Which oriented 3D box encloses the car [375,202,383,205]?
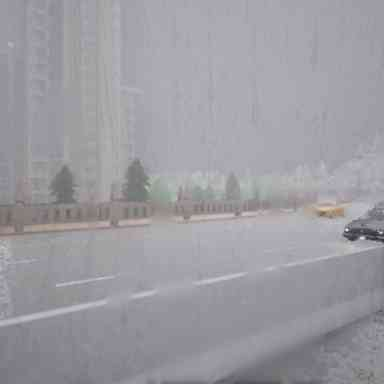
[{"bbox_3d":[18.534,1.631,31.819,1.994,1.385,4.181,0,0,35],"label":"car"}]

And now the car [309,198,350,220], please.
[{"bbox_3d":[11.766,1.525,28.756,1.882,1.535,5.008,0,0,39],"label":"car"}]

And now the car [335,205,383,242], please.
[{"bbox_3d":[9.129,1.562,15.813,5.357,1.411,2.033,0,0,-43],"label":"car"}]
